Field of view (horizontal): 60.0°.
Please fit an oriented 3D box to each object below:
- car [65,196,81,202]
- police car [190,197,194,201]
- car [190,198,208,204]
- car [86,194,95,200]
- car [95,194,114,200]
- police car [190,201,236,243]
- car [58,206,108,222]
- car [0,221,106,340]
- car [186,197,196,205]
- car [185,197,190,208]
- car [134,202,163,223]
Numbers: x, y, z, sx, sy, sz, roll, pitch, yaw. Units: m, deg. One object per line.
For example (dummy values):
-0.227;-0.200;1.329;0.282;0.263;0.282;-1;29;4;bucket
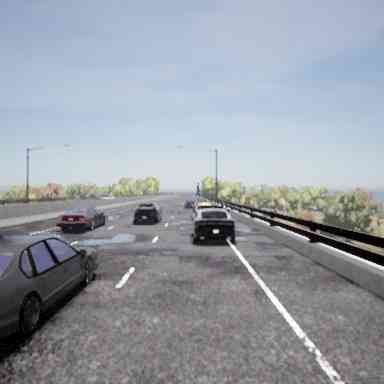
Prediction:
-24.652;1.611;69.182;2.097;1.767;4.553;0;0;0;car
0.979;1.548;32.754;1.930;1.638;5.238;0;0;0;police car
0.991;1.557;26.834;1.801;1.575;5.366;0;0;0;car
-21.158;1.483;71.768;2.150;2.045;5.566;0;0;0;car
-17.651;1.479;68.720;2.150;2.045;5.566;0;0;0;car
1.013;1.489;16.755;1.930;1.638;5.238;0;0;0;police car
-6.948;1.629;21.551;2.033;1.411;5.357;0;0;0;car
-3.415;1.573;6.545;2.033;1.411;5.357;0;0;0;car
-0.152;1.824;69.199;2.033;1.411;5.357;0;0;0;car
-0.109;1.751;50.108;1.994;1.385;4.181;0;0;0;car
-3.458;1.605;26.588;1.837;1.490;4.892;0;0;0;car
